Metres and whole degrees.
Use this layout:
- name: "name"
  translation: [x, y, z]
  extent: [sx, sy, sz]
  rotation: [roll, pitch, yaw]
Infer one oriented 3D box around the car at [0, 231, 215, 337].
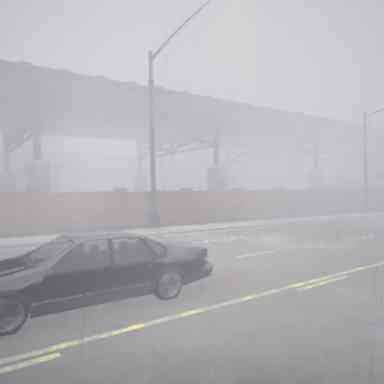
- name: "car"
  translation: [-2.055, 1.546, 6.822]
  extent: [5.357, 1.411, 2.033]
  rotation: [0, 0, -35]
